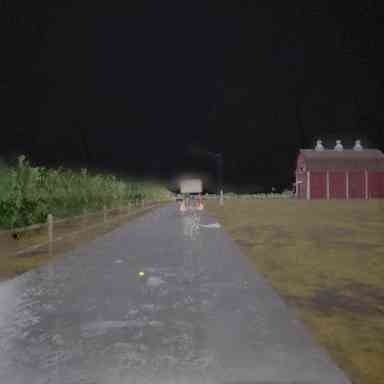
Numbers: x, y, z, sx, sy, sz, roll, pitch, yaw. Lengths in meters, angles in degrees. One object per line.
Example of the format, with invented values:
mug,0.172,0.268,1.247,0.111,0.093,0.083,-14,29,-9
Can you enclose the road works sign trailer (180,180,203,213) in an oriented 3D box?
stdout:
road works sign trailer,-0.064,0.456,36.535,2.380,3.560,2.880,-2,-1,0

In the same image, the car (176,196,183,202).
car,-2.751,1.634,75.937,2.033,1.411,5.357,0,0,0
